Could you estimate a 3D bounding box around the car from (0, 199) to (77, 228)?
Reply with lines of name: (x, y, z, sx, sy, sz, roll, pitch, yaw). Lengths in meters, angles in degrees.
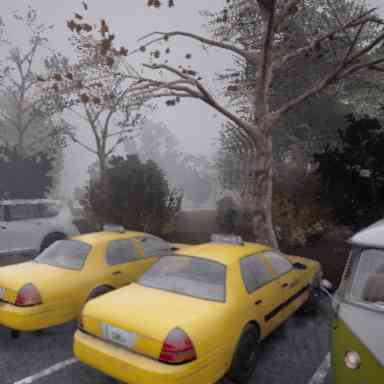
car: (-6.227, 1.257, 10.235, 2.435, 2.045, 5.566, -1, 0, 35)

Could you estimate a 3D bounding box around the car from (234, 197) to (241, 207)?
car: (7.110, 1.568, 50.803, 4.553, 1.767, 2.097, -1, -1, 3)

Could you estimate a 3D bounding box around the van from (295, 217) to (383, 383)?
van: (2.818, 1.255, 3.673, 1.878, 1.987, 4.442, 0, 0, 36)

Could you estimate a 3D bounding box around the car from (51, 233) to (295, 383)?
car: (0.719, 1.475, 5.542, 1.946, 1.575, 5.366, 0, 0, 36)

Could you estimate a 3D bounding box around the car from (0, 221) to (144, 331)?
car: (-1.447, 1.478, 7.088, 1.946, 1.575, 5.366, 0, 0, 36)
